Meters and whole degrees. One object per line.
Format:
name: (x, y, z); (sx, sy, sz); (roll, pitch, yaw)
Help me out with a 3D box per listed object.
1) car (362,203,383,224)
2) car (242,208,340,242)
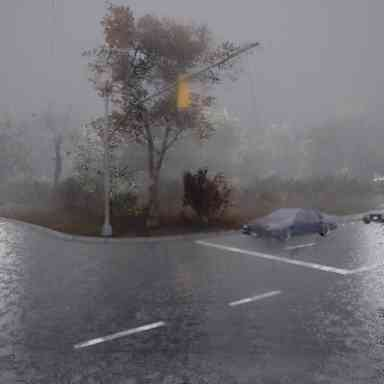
car: (13.047, 1.428, 21.839); (4.181, 1.385, 1.994); (0, 0, -35)
car: (4.921, 1.470, 16.085); (5.357, 1.411, 2.033); (0, 0, -35)
